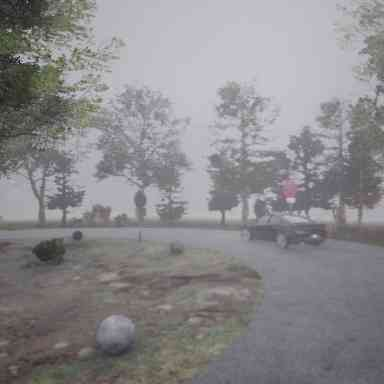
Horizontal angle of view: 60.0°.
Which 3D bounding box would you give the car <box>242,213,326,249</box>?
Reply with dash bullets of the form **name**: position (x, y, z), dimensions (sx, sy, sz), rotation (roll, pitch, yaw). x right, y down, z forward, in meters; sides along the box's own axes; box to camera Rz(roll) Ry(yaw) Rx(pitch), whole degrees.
- **car**: position (4.275, 1.783, 16.327), dimensions (1.882, 1.535, 5.008), rotation (1, -2, -21)
